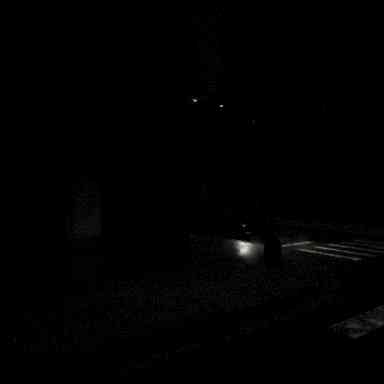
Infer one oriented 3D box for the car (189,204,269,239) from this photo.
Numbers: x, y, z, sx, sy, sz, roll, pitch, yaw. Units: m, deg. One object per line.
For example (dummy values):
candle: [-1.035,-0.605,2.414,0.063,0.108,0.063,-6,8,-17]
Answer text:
car: [1.713,1.401,17.110,1.882,1.535,5.008,0,0,-36]
